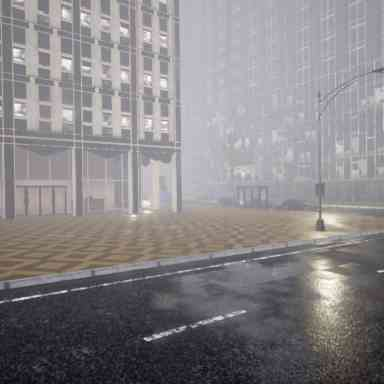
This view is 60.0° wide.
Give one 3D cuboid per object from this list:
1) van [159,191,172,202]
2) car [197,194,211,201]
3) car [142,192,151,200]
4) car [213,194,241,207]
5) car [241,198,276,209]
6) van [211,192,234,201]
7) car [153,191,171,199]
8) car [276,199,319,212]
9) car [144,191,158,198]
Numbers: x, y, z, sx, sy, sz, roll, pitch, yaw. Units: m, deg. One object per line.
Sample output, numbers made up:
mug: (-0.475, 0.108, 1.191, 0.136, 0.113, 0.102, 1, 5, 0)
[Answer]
van: (-4.308, 0.935, 59.399, 1.690, 1.788, 3.998, 0, 1, -34)
car: (2.600, 1.041, 64.145, 1.802, 1.307, 4.206, -1, 1, -34)
car: (-10.744, 1.037, 68.771, 2.008, 1.369, 4.403, 0, 1, -34)
car: (5.301, 1.317, 45.319, 1.947, 1.339, 4.313, -1, 1, -34)
car: (8.471, 1.386, 40.602, 1.802, 1.307, 4.206, -1, 1, -34)
van: (5.817, 0.853, 59.457, 1.690, 1.788, 3.998, -1, 1, -34)
car: (-7.055, 0.612, 78.197, 2.192, 1.841, 5.009, 0, 1, -34)
car: (11.675, 1.422, 35.905, 1.947, 1.339, 4.313, -1, 1, -34)
car: (-10.273, 0.683, 82.883, 1.967, 1.590, 4.097, 0, 1, -34)
